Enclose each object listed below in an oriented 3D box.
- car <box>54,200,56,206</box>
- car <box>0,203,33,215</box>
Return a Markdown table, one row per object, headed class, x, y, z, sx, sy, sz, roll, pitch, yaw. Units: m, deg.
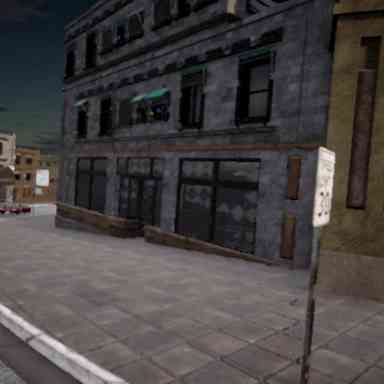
| class | x | y | z | sx | sy | sz | roll | pitch | yaw |
| --- | --- | --- | --- | --- | --- | --- | --- | --- | --- |
| car | -24.378 | 1.704 | 63.038 | 2.097 | 1.767 | 4.553 | 4 | 0 | -1 |
| car | -20.003 | 1.926 | 38.170 | 1.895 | 1.301 | 4.718 | 4 | -1 | -4 |
